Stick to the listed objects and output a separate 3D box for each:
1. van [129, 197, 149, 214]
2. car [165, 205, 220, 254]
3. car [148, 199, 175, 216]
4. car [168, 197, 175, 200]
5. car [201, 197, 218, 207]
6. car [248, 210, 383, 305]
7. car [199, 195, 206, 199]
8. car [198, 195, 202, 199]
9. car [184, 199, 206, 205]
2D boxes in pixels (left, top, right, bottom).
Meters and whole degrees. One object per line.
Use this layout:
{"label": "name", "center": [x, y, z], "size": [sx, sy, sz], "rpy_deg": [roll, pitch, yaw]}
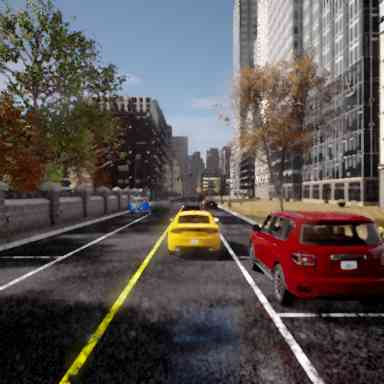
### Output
{"label": "van", "center": [-5.693, 1.477, 36.239], "size": [1.690, 1.788, 3.998], "rpy_deg": [0, 0, 0]}
{"label": "car", "center": [0.087, 1.525, 13.743], "size": [1.882, 1.535, 5.008], "rpy_deg": [0, 0, 0]}
{"label": "car", "center": [-3.099, 1.731, 34.809], "size": [1.895, 1.301, 4.718], "rpy_deg": [0, 0, 0]}
{"label": "car", "center": [-5.692, 1.959, 91.182], "size": [2.008, 1.369, 4.403], "rpy_deg": [0, 0, 0]}
{"label": "car", "center": [2.687, 1.752, 47.504], "size": [1.947, 1.339, 4.313], "rpy_deg": [0, 0, 0]}
{"label": "car", "center": [2.687, 1.342, 8.081], "size": [2.192, 1.841, 5.009], "rpy_deg": [0, 0, 0]}
{"label": "car", "center": [2.687, 1.765, 58.939], "size": [1.752, 1.417, 4.829], "rpy_deg": [0, 0, 0]}
{"label": "car", "center": [2.686, 1.723, 91.183], "size": [2.192, 1.841, 5.009], "rpy_deg": [0, 0, 0]}
{"label": "car", "center": [0.095, 1.686, 32.836], "size": [1.994, 1.385, 4.181], "rpy_deg": [0, 0, 0]}
